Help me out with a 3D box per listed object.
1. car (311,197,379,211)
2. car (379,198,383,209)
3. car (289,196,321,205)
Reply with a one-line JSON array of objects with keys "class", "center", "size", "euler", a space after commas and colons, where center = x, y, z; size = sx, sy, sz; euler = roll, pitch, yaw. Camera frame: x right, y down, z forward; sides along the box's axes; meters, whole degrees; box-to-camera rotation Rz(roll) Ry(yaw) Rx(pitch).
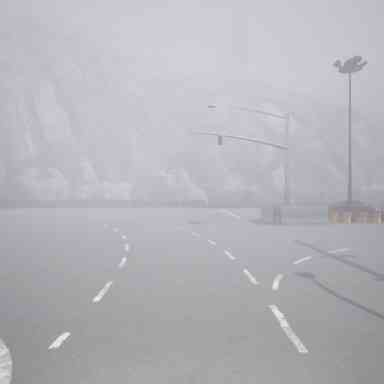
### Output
[{"class": "car", "center": [13.937, 1.443, 30.489], "size": [4.892, 1.490, 1.837], "euler": [0, 0, -3]}, {"class": "car", "center": [24.645, 1.409, 41.543], "size": [4.902, 1.511, 2.128], "euler": [0, 0, -3]}, {"class": "car", "center": [13.924, 1.266, 40.992], "size": [4.553, 1.767, 2.097], "euler": [0, 0, -3]}]
